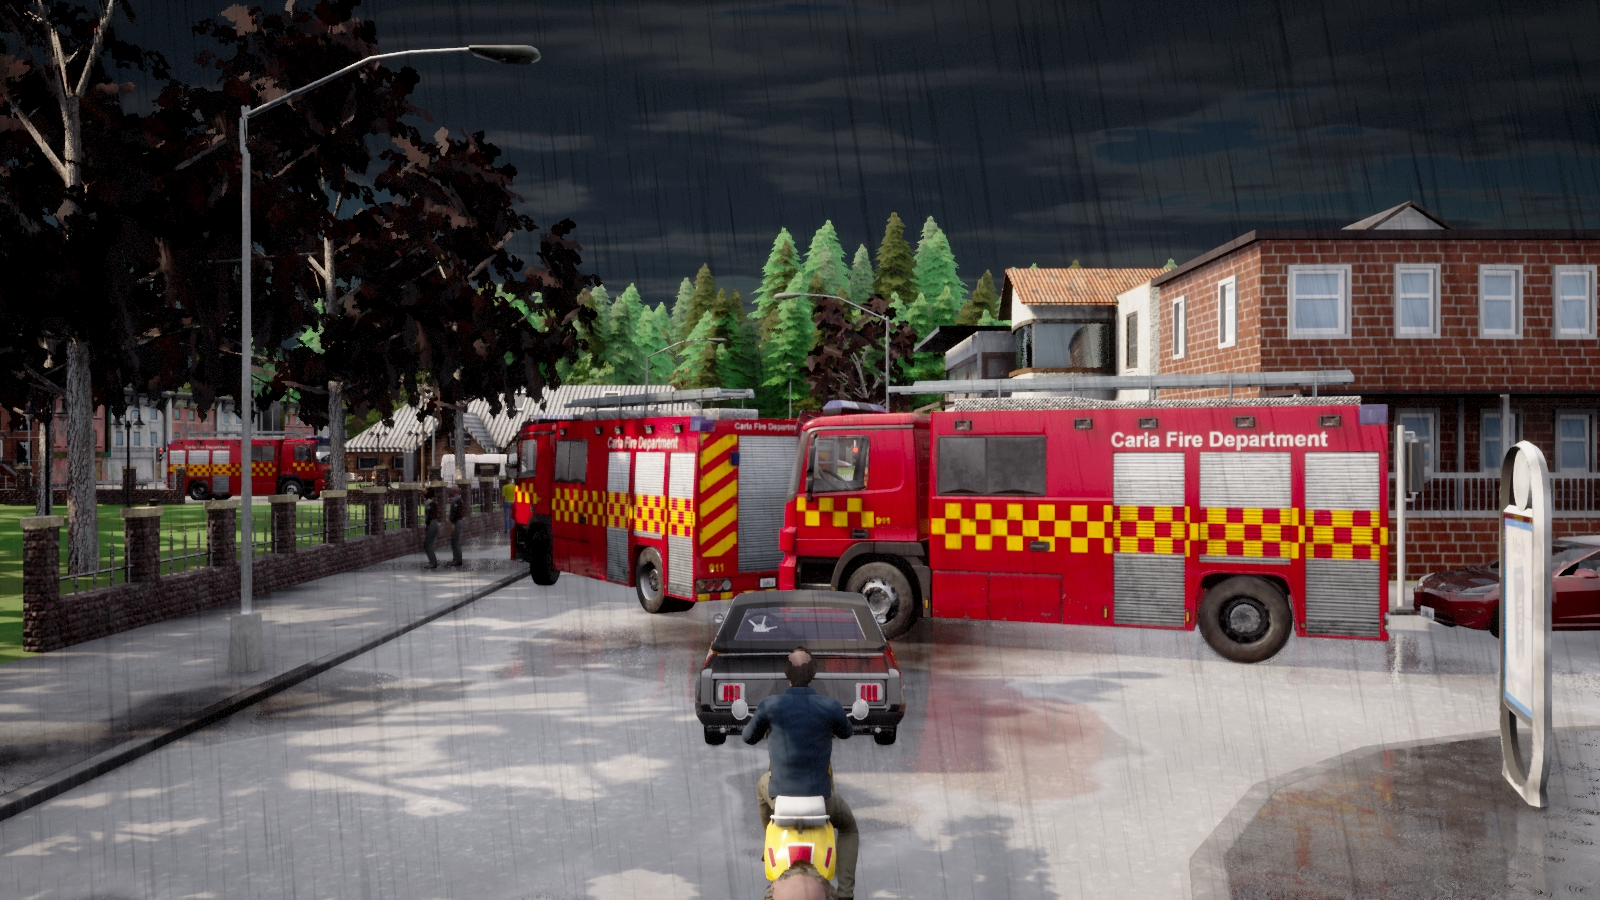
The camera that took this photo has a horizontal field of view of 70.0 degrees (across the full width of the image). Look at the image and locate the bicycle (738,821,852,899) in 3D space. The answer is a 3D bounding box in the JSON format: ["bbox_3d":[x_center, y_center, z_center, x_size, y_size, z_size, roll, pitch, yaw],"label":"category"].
[{"bbox_3d":[-0.015,1.938,3.086,0.329,1.271,1.835,0,0,0],"label":"bicycle"}]

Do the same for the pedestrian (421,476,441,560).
[{"bbox_3d":[-8.295,1.514,25.676,0.375,1.860,0.375,0,0,-11],"label":"pedestrian"}]

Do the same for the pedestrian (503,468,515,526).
[{"bbox_3d":[-9.366,1.510,36.784,0.375,1.860,0.375,0,0,-17],"label":"pedestrian"}]

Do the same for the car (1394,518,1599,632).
[{"bbox_3d":[11.947,1.835,17.293,4.792,1.488,2.163,0,0,0],"label":"car"}]

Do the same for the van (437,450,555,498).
[{"bbox_3d":[-16.613,1.289,62.612,5.915,2.561,1.988,0,0,0],"label":"van"}]

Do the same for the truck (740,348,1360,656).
[{"bbox_3d":[3.561,0.662,17.109,8.468,3.827,2.891,0,0,22],"label":"truck"}]

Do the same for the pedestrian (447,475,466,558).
[{"bbox_3d":[-7.861,1.514,26.151,0.375,1.860,0.375,0,0,-8],"label":"pedestrian"}]

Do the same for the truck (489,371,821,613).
[{"bbox_3d":[-3.227,0.662,22.435,2.891,3.827,8.468,0,0,-34],"label":"truck"}]

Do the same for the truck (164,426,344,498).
[{"bbox_3d":[-29.853,0.645,62.699,8.468,3.827,2.891,0,0,1],"label":"truck"}]

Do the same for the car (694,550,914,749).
[{"bbox_3d":[0.033,1.930,12.217,1.895,1.301,4.718,0,0,0],"label":"car"}]
